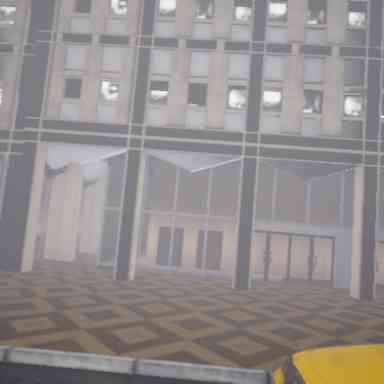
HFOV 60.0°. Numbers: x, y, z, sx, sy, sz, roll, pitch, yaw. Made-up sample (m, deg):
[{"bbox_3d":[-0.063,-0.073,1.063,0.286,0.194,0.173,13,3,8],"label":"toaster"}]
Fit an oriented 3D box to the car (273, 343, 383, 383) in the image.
[{"bbox_3d":[3.601,2.053,3.304,5.366,1.575,1.801,4,-5,4],"label":"car"}]
